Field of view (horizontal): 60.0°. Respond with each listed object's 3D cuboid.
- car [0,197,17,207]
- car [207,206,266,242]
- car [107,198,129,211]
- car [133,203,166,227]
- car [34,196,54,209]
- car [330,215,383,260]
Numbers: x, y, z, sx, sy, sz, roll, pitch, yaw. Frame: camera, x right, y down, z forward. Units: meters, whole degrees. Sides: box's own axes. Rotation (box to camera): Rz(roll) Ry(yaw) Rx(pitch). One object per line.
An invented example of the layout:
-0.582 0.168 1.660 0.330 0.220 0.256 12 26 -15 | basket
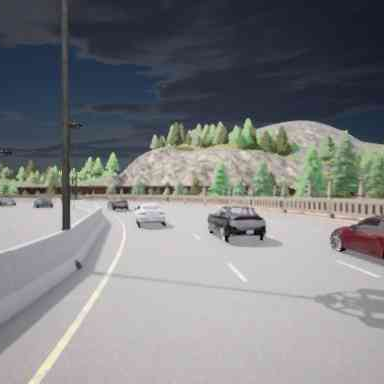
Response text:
-29.678 1.626 53.656 2.128 1.511 4.902 -1 0 -37 | car
1.981 1.430 16.035 2.128 1.511 4.902 0 0 -10 | car
-8.868 1.449 39.593 2.128 1.511 4.902 0 0 -24 | car
-2.928 1.474 22.538 1.812 1.442 4.674 0 0 -13 | car
-21.260 1.408 47.659 2.097 1.767 4.553 -1 0 -32 | car
6.280 1.461 10.580 1.812 1.442 4.674 0 0 -6 | car
